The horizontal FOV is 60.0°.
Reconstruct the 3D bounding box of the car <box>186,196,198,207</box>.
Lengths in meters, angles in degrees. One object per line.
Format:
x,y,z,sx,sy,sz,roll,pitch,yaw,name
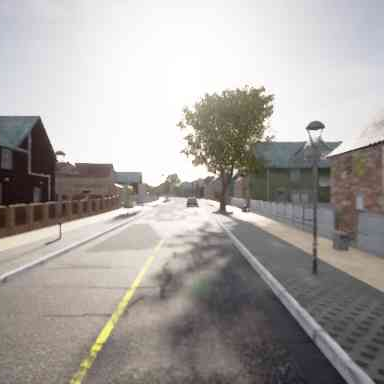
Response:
0.022,1.675,53.544,1.895,1.301,4.718,0,0,0,car

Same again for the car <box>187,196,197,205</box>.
0.026,1.579,63.808,1.882,1.535,5.008,0,0,0,car
